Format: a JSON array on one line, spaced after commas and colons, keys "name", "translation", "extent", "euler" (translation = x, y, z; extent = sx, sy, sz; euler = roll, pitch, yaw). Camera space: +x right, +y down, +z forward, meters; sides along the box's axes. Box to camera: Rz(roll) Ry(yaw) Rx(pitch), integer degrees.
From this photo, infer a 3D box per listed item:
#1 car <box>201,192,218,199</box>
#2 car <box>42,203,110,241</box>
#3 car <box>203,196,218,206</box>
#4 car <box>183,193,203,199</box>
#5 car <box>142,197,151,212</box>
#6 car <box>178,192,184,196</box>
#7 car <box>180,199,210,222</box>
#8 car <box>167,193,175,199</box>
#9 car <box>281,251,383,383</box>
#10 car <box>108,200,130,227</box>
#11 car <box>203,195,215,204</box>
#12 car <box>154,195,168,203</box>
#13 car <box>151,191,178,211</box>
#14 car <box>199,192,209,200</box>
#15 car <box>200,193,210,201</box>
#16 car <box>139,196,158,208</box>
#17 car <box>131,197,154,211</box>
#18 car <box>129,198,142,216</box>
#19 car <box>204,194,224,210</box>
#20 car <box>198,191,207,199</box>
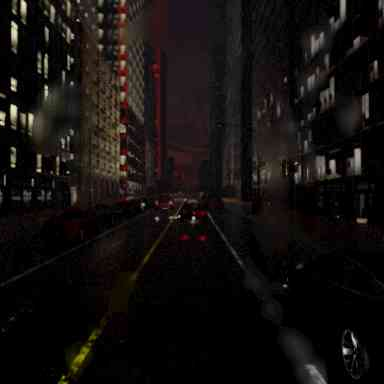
[{"name": "car", "translation": [2.739, 1.057, 44.124], "extent": [2.192, 1.841, 5.009], "euler": [1, 0, 0]}, {"name": "car", "translation": [-5.665, 1.449, 16.172], "extent": [1.887, 1.381, 4.507], "euler": [1, 0, 0]}, {"name": "car", "translation": [2.738, 1.276, 49.703], "extent": [1.947, 1.339, 4.313], "euler": [1, 0, 0]}, {"name": "car", "translation": [0.130, 1.268, 43.984], "extent": [1.812, 1.442, 4.674], "euler": [0, 0, 0]}, {"name": "car", "translation": [-5.654, 1.358, 32.897], "extent": [2.008, 1.369, 4.403], "euler": [1, 0, 0]}, {"name": "car", "translation": [-2.946, 0.662, 78.680], "extent": [2.097, 1.767, 4.553], "euler": [0, 0, 0]}, {"name": "car", "translation": [0.117, 1.454, 24.887], "extent": [1.895, 1.301, 4.718], "euler": [0, 0, 0]}, {"name": "car", "translation": [-5.617, 1.070, 88.648], "extent": [1.802, 1.307, 4.206], "euler": [1, 0, 0]}, {"name": "car", "translation": [2.707, 1.535, 5.086], "extent": [1.947, 1.339, 4.313], "euler": [1, 0, 0]}, {"name": "car", "translation": [-5.661, 1.423, 21.747], "extent": [2.008, 1.369, 4.403], "euler": [1, 0, 0]}, {"name": "car", "translation": [2.741, 1.260, 55.280], "extent": [1.802, 1.307, 4.206], "euler": [1, 0, 0]}, {"name": "car", "translation": [-5.635, 1.197, 60.772], "extent": [2.008, 1.369, 4.403], "euler": [1, 0, 0]}, {"name": "car", "translation": [-3.068, 1.131, 37.748], "extent": [2.097, 1.767, 4.553], "euler": [0, 0, 0]}, {"name": "car", "translation": [2.761, 0.865, 77.587], "extent": [2.192, 1.841, 5.009], "euler": [1, 0, 0]}, {"name": "car", "translation": [2.755, 1.022, 72.009], "extent": [1.967, 1.590, 4.097], "euler": [1, 0, 0]}, {"name": "car", "translation": [-5.646, 1.287, 44.047], "extent": [1.887, 1.381, 4.507], "euler": [1, 0, 0]}, {"name": "car", "translation": [-5.650, 1.341, 38.472], "extent": [1.947, 1.339, 4.313], "euler": [1, 0, 0]}, {"name": "car", "translation": [-5.657, 1.384, 27.322], "extent": [1.887, 1.381, 4.507], "euler": [1, 0, 0]}, {"name": "car", "translation": [2.731, 1.319, 38.548], "extent": [1.887, 1.381, 4.507], "euler": [1, 0, 0]}, {"name": "car", "translation": [2.769, 0.803, 88.741], "extent": [2.192, 1.841, 5.009], "euler": [1, 0, 0]}]
